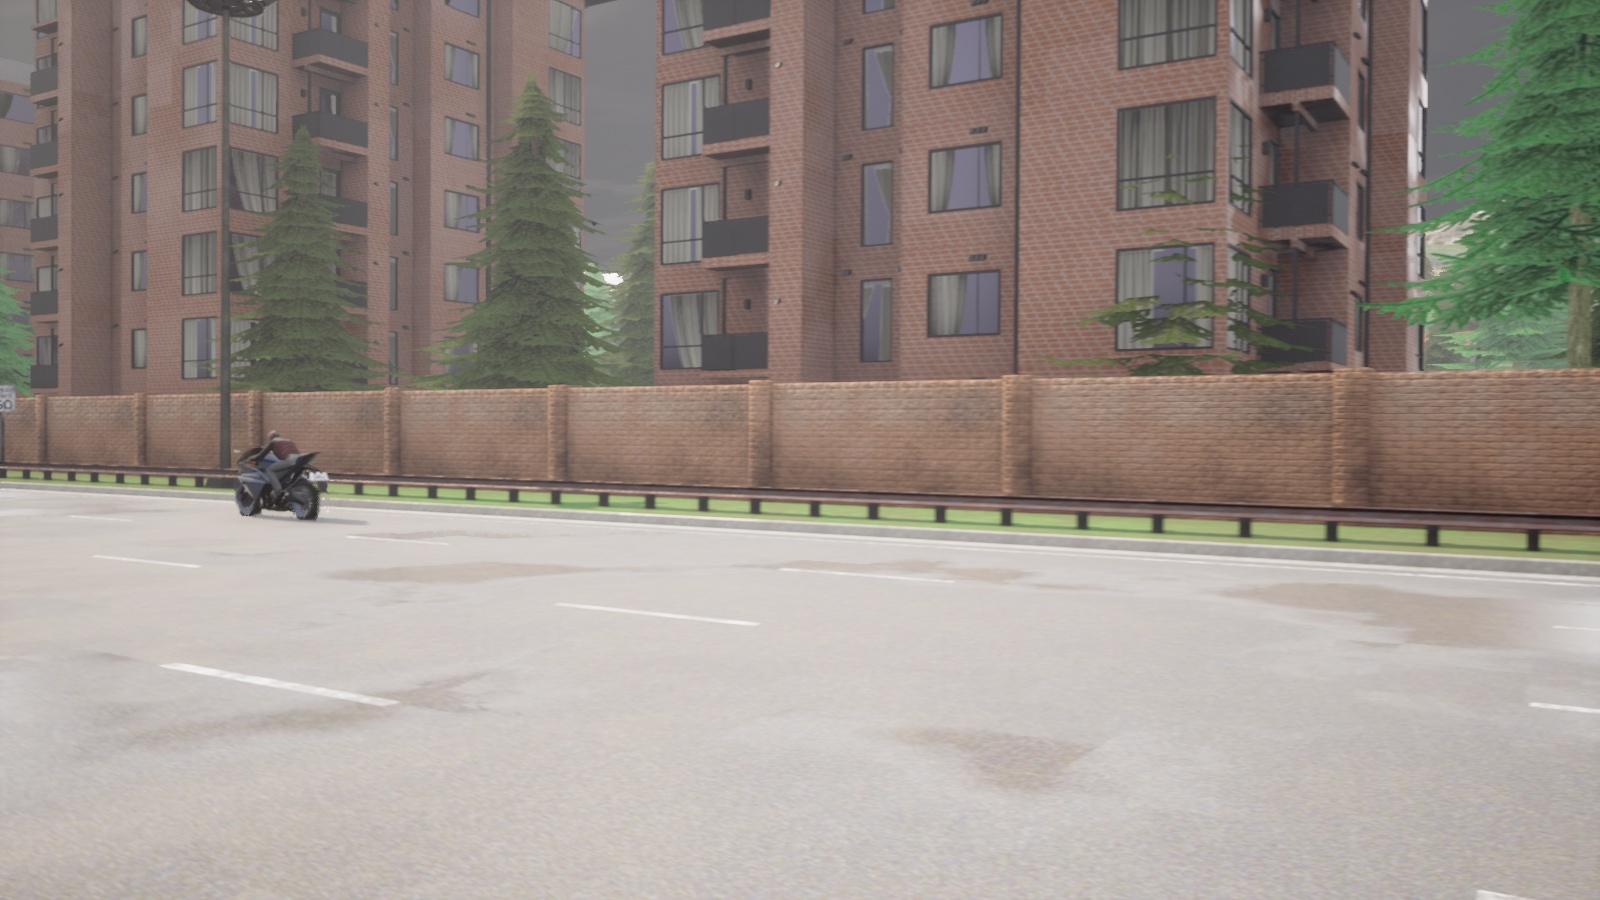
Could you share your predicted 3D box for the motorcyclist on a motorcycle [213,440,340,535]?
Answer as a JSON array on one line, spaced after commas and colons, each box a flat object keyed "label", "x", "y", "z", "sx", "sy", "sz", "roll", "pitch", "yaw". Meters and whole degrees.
[{"label": "motorcyclist on a motorcycle", "x": -8.889, "y": 0.616, "z": 21.298, "sx": 2.191, "sy": 1.530, "sz": 0.866, "roll": 0, "pitch": 1, "yaw": 32}]
